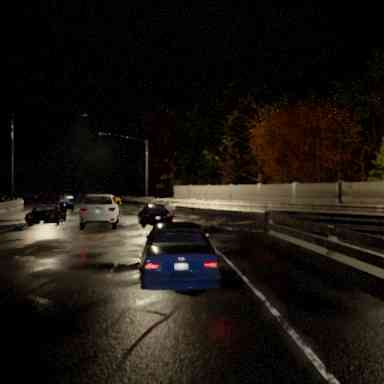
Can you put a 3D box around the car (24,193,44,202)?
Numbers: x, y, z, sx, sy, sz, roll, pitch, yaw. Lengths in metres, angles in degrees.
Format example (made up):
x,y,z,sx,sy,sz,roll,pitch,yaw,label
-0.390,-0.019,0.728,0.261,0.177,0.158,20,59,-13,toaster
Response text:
x,y,z,sx,sy,sz,roll,pitch,yaw,label
-32.830,1.025,68.372,2.097,1.767,4.553,0,0,-43,car

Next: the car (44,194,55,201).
x,y,z,sx,sy,sz,roll,pitch,yaw,label
-30.205,1.186,70.686,2.128,1.511,4.902,0,0,-43,car

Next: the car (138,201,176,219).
x,y,z,sx,sy,sz,roll,pitch,yaw,label
-2.464,1.501,21.877,1.994,1.385,4.181,0,0,-13,car

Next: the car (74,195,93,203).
x,y,z,sx,sy,sz,roll,pitch,yaw,label
-21.108,1.310,64.604,2.128,1.511,4.902,0,0,-35,car

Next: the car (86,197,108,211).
x,y,z,sx,sy,sz,roll,pitch,yaw,label
-11.332,1.380,39.372,2.128,1.511,4.902,0,0,-21,car

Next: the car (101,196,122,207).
x,y,z,sx,sy,sz,roll,pitch,yaw,label
-12.013,1.339,49.412,1.882,1.535,5.008,0,0,-27,car

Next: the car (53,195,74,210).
x,y,z,sx,sy,sz,roll,pitch,yaw,label
-15.309,1.453,39.821,1.994,1.385,4.181,0,0,-23,car

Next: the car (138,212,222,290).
x,y,z,sx,sy,sz,roll,pitch,yaw,label
-0.420,1.521,9.116,2.033,1.411,5.357,0,0,-5,car

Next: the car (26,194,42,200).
x,y,z,sx,sy,sz,roll,pitch,yaw,label
-41.025,1.287,86.211,4.674,1.442,1.812,0,0,39,car

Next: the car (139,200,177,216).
x,y,z,sx,sy,sz,roll,pitch,yaw,label
-3.428,1.507,32.266,1.895,1.301,4.718,0,0,-30,car

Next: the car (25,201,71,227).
x,y,z,sx,sy,sz,roll,pitch,yaw,label
-9.725,1.538,22.579,1.895,1.301,4.718,0,0,-13,car

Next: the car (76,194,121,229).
x,y,z,sx,sy,sz,roll,pitch,yaw,label
-5.899,1.161,21.471,2.150,2.045,5.566,0,0,-12,car
